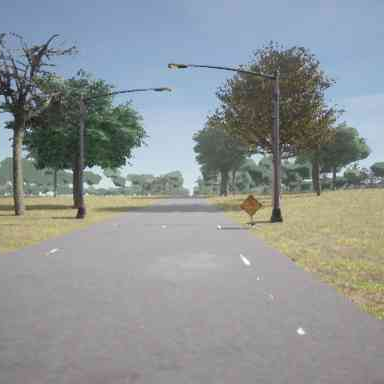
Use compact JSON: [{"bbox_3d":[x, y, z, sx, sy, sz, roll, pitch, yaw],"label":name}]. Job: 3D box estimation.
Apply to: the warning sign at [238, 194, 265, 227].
[{"bbox_3d":[3.513,1.093,19.713,1.300,1.860,1.060,-2,-2,0],"label":"warning sign"}]
